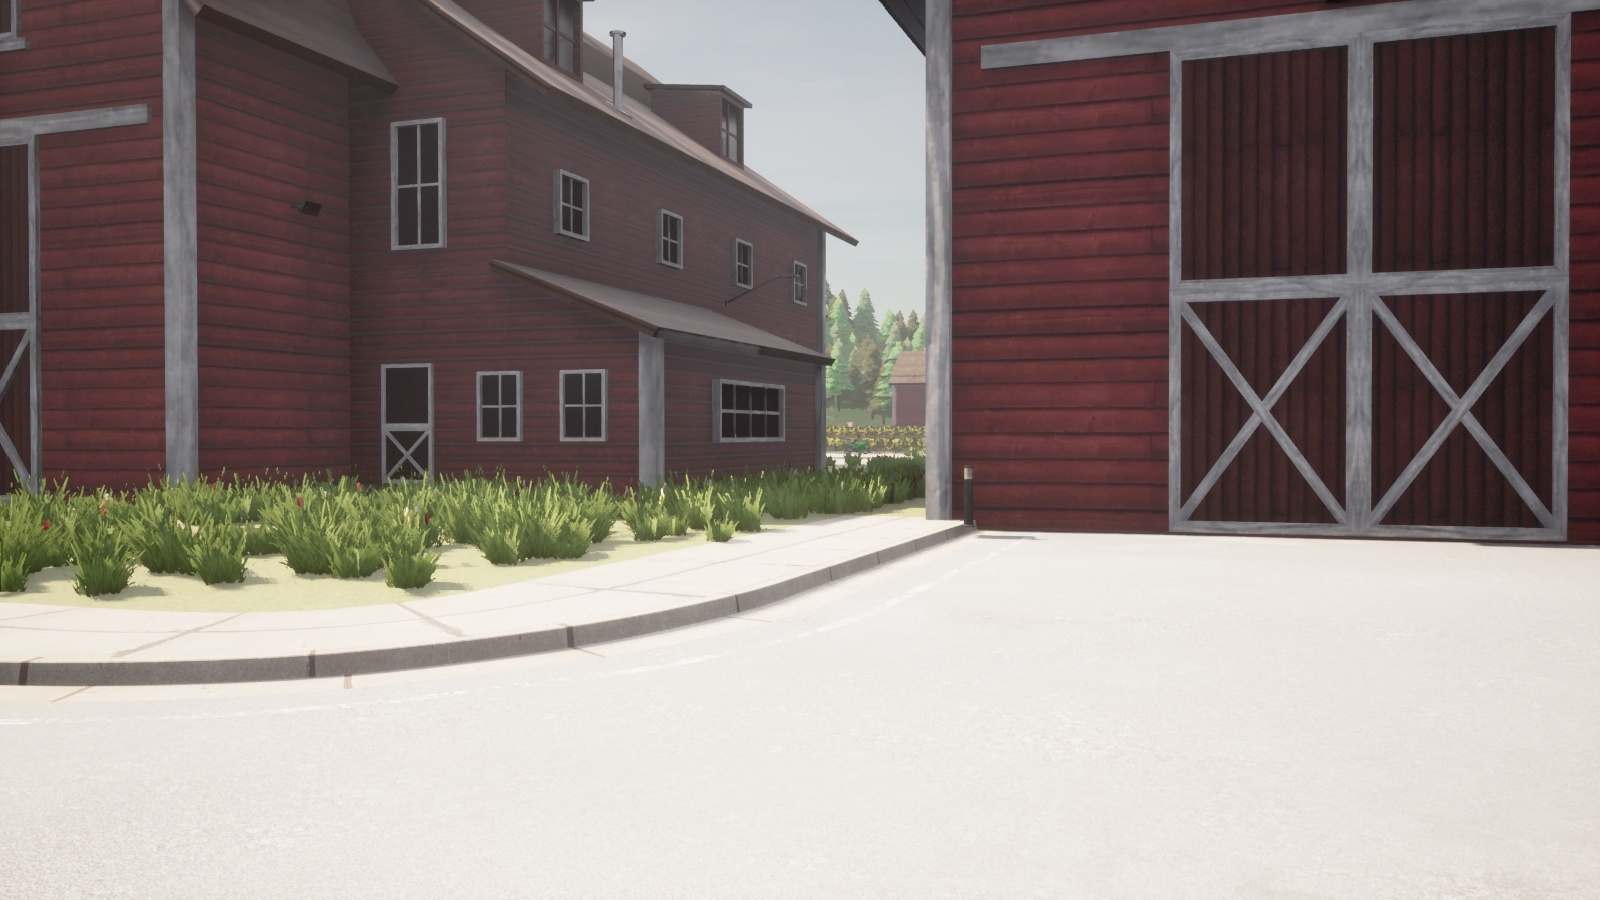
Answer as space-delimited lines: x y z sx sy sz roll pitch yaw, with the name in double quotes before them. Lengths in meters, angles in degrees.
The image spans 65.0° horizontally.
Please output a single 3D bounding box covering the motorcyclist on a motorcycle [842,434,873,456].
"motorcyclist on a motorcycle" 4.214 -0.361 91.825 2.044 1.523 0.797 1 1 19
